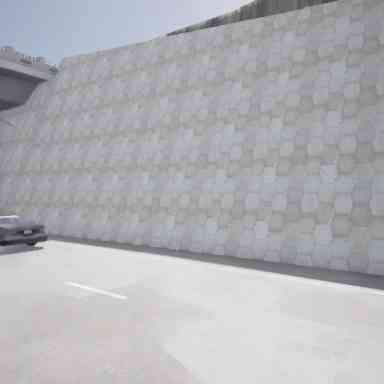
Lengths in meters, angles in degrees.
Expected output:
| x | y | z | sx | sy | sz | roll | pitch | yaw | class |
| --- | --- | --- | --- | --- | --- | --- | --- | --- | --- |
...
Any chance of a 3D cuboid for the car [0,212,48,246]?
| x | y | z | sx | sy | sz | roll | pitch | yaw | class |
| --- | --- | --- | --- | --- | --- | --- | --- | --- | --- |
| -8.269 | 1.560 | 14.066 | 5.357 | 1.411 | 2.033 | 0 | 0 | 36 | car |
